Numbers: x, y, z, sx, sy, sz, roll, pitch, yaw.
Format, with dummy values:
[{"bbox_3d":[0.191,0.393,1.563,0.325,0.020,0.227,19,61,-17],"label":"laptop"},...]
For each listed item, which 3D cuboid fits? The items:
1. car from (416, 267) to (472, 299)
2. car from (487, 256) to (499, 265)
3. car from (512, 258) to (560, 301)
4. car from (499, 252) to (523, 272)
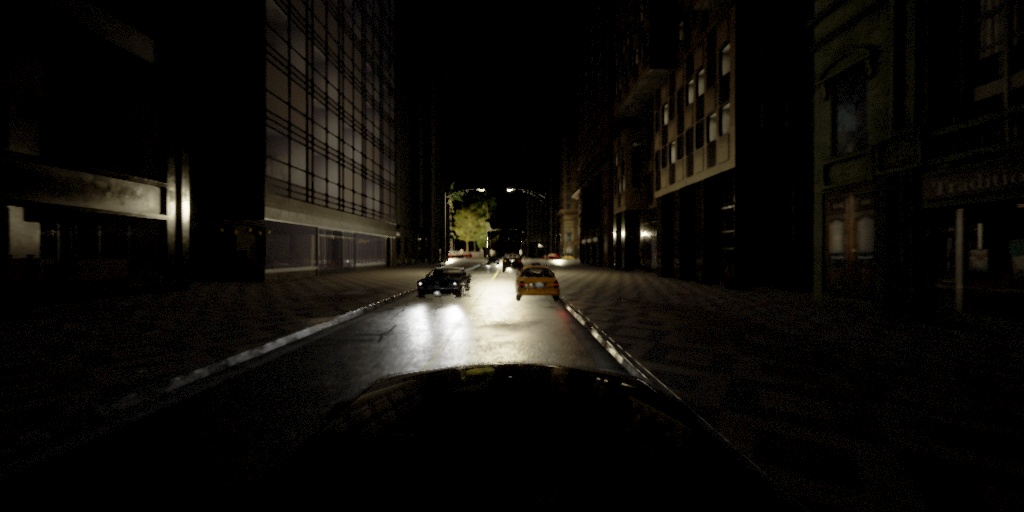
[{"bbox_3d":[-3.096,1.208,17.057,1.895,1.301,4.718,0,1,0],"label":"car"},{"bbox_3d":[-3.032,0.726,58.697,1.837,1.490,4.892,0,1,1],"label":"car"},{"bbox_3d":[1.053,1.069,16.387,1.801,1.575,5.366,0,1,0],"label":"car"},{"bbox_3d":[0.050,0.626,38.901,2.150,2.045,5.566,0,0,1],"label":"car"}]
